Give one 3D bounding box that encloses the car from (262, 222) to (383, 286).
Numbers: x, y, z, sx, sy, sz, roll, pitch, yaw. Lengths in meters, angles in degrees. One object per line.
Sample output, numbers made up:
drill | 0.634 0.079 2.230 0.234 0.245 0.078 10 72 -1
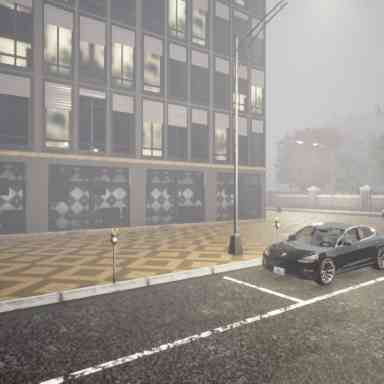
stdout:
car | 3.914 1.562 9.438 4.313 1.339 1.947 0 0 -35
